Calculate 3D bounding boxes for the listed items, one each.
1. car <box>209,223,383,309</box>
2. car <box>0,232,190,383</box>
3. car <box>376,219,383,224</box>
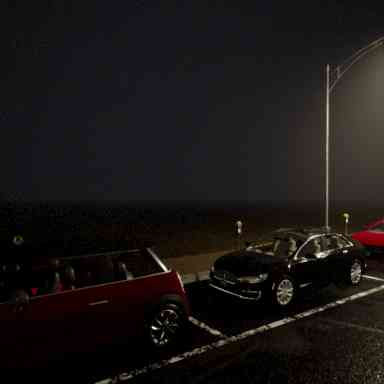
[{"bbox_3d":[2.395,1.552,7.797,4.403,1.369,2.008,0,1,-35],"label":"car"},{"bbox_3d":[-2.111,1.440,4.581,4.097,1.590,1.967,0,1,-35],"label":"car"},{"bbox_3d":[6.902,1.547,11.012,4.507,1.381,1.887,0,1,-35],"label":"car"}]
